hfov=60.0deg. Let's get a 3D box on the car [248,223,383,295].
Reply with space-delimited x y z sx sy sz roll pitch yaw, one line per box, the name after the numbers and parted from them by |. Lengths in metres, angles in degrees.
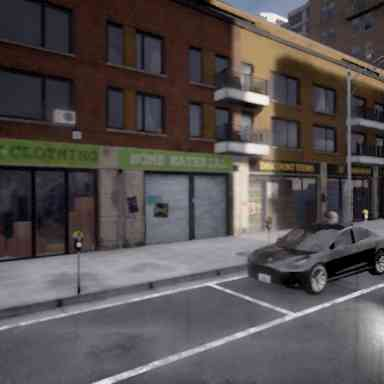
3.374 1.508 8.588 4.313 1.339 1.947 -1 0 -35 | car
